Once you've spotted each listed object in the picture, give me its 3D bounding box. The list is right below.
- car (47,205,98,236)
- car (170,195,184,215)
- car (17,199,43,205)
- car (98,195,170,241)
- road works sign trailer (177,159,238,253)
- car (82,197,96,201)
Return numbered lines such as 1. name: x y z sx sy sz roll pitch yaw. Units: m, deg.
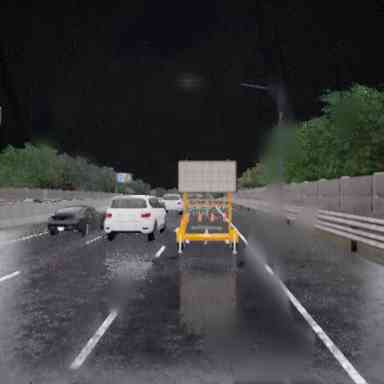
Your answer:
1. car: -6.111 1.491 18.182 1.837 1.490 4.892 0 0 2
2. car: -1.950 1.296 34.932 2.150 2.045 5.566 0 -1 2
3. car: -22.617 1.682 46.606 1.812 1.442 4.674 0 1 3
4. car: -2.654 1.201 16.775 2.150 2.045 5.566 0 -1 3
5. road works sign trailer: 0.618 0.445 13.568 2.380 3.560 2.880 0 0 2
6. car: -18.600 1.751 60.494 1.882 1.535 5.008 0 0 3
